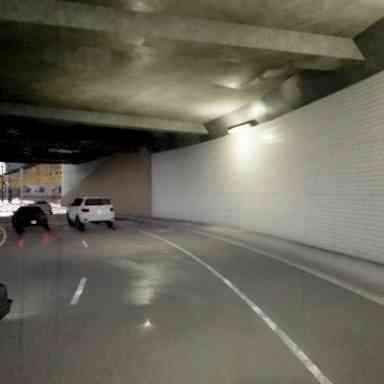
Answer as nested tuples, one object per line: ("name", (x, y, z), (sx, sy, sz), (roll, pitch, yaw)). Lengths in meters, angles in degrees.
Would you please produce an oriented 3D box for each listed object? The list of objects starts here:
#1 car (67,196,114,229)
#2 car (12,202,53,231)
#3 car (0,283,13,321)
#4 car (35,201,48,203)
("car", (-6.951, 1.294, 22.498), (2.150, 2.045, 5.566), (0, 0, -30))
("car", (-10.604, 1.636, 21.728), (1.812, 1.442, 4.674), (0, 0, -31))
("car", (-3.664, 1.584, 3.049), (2.033, 1.411, 5.357), (-1, 0, -6))
("car", (-17.058, 1.703, 37.440), (1.812, 1.442, 4.674), (-1, 0, -35))
